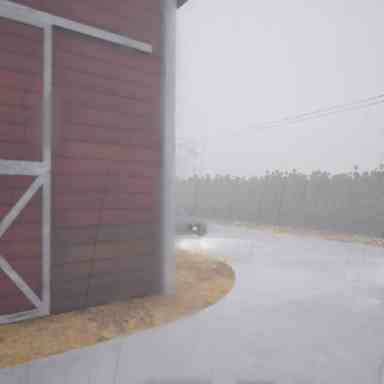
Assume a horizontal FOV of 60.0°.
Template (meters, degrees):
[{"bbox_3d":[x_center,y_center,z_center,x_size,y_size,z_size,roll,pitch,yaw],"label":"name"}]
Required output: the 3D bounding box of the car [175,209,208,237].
[{"bbox_3d":[-0.913,1.613,17.903,1.994,1.385,4.181,0,0,-32],"label":"car"}]
